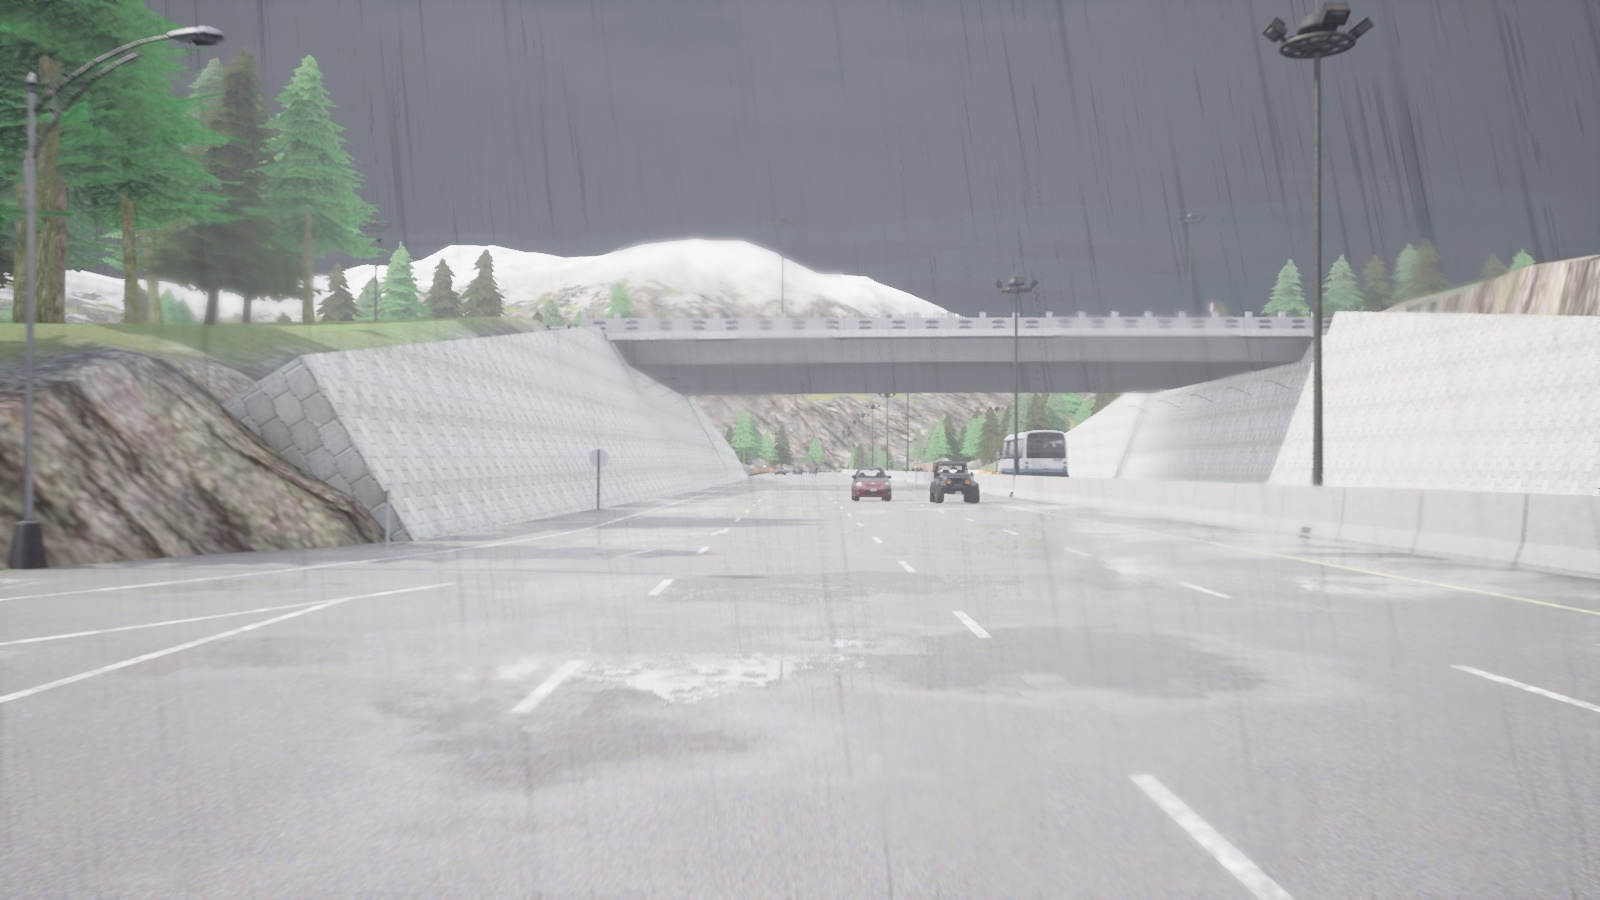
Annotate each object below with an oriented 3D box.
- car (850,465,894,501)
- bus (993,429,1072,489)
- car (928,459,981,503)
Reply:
[{"bbox_3d":[3.358,1.529,59.371,1.851,1.617,3.988,0,-1,0],"label":"car"},{"bbox_3d":[17.271,0.685,94.016,3.944,4.253,10.273,0,-1,0],"label":"bus"},{"bbox_3d":[6.866,1.368,56.173,1.905,1.878,3.866,0,-1,0],"label":"car"}]
